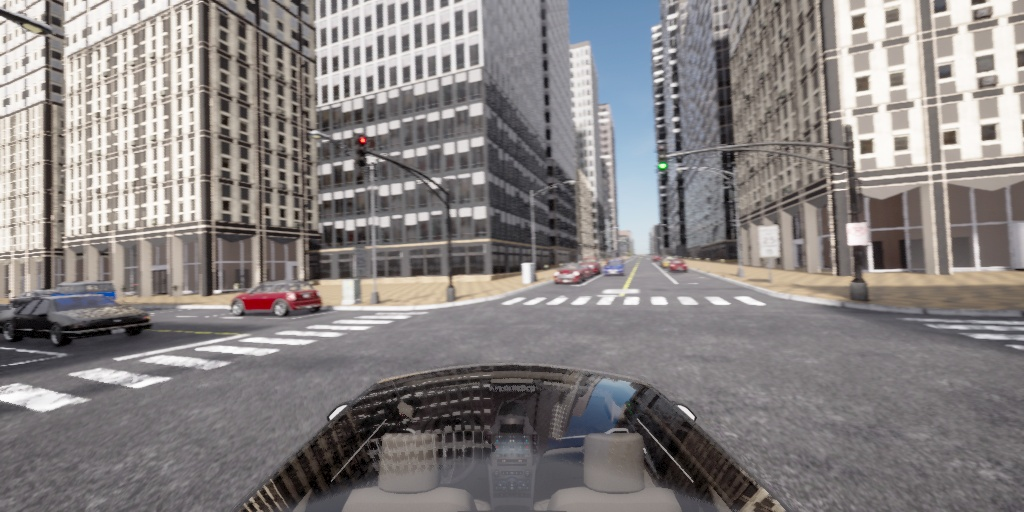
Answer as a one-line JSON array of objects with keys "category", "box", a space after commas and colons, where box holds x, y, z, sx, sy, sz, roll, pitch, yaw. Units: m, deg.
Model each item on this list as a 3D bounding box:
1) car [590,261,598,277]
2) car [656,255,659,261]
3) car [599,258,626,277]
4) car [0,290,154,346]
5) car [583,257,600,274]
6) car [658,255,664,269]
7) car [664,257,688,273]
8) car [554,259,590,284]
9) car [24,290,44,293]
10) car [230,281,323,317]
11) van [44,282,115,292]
[{"category": "car", "box": [6.404, 1.372, 32.658, 1.802, 1.307, 4.207, 0, 0, 20]}, {"category": "car", "box": [21.919, 0.858, 50.815, 1.948, 1.339, 4.313, 0, 0, 20]}, {"category": "car", "box": [9.796, 1.184, 34.216, 1.812, 1.442, 4.674, -3, 0, 20]}, {"category": "car", "box": [-14.323, 1.981, 11.696, 5.357, 1.411, 2.033, -3, -2, 20]}, {"category": "car", "box": [8.310, 1.075, 37.897, 2.192, 1.841, 5.009, 0, 0, 20]}, {"category": "car", "box": [20.071, 0.847, 45.733, 1.751, 1.417, 4.829, 0, 0, 20]}, {"category": "car", "box": [16.198, 0.963, 35.091, 1.802, 1.307, 4.207, 0, 0, 20]}, {"category": "car", "box": [4.498, 1.259, 27.419, 1.967, 1.591, 4.097, 0, 0, 20]}, {"category": "car", "box": [-32.111, 2.990, 24.374, 4.403, 1.370, 2.007, 0, 0, 20]}, {"category": "car", "box": [-10.918, 1.888, 16.604, 4.097, 1.591, 1.967, 0, 0, 20]}, {"category": "van", "box": [-26.812, 2.532, 22.431, 3.998, 1.789, 1.690, 0, 0, 20]}]
